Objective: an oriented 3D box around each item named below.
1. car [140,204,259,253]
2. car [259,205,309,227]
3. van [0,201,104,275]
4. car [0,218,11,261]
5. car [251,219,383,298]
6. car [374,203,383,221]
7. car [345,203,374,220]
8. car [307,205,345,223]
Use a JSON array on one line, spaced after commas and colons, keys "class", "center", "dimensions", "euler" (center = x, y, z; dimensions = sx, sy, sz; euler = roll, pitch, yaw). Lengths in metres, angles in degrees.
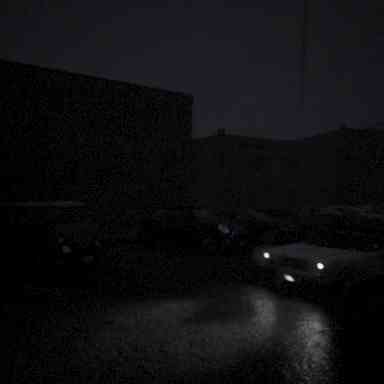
[{"class": "car", "center": [0.060, 1.366, 13.674], "dimensions": [4.553, 1.767, 2.185], "euler": [-1, -1, 35]}, {"class": "car", "center": [2.469, 1.496, 15.360], "dimensions": [4.892, 1.521, 2.231], "euler": [-1, -1, 35]}, {"class": "van", "center": [-4.596, 1.259, 10.186], "dimensions": [4.442, 1.987, 1.878], "euler": [-1, -1, 34]}, {"class": "car", "center": [-7.078, 1.486, 8.536], "dimensions": [5.008, 1.535, 2.097], "euler": [-1, -1, 35]}, {"class": "car", "center": [3.959, 1.607, 8.654], "dimensions": [4.718, 1.301, 1.895], "euler": [0, 0, -35]}, {"class": "car", "center": [9.638, 1.549, 20.468], "dimensions": [4.674, 1.452, 2.002], "euler": [-1, -1, 35]}, {"class": "car", "center": [7.248, 1.505, 18.773], "dimensions": [4.892, 1.521, 2.231], "euler": [-1, -1, 34]}, {"class": "car", "center": [4.888, 1.529, 17.043], "dimensions": [4.792, 1.488, 2.163], "euler": [-1, -1, 35]}]
